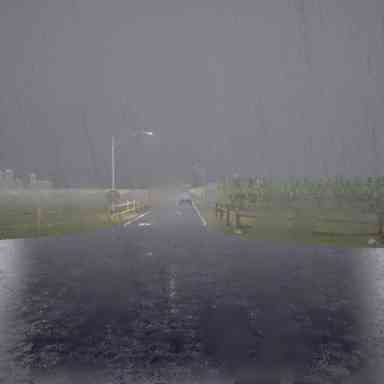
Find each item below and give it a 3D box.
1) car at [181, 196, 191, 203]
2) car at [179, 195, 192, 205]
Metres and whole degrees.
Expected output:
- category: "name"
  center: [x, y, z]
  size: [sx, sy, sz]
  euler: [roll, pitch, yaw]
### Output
- category: "car"
  center: [-1.291, 1.494, 67.947]
  size: [1.994, 1.385, 4.181]
  euler: [0, 0, -1]
- category: "car"
  center: [-1.100, 1.298, 57.879]
  size: [2.097, 1.767, 4.553]
  euler: [0, 0, -1]
